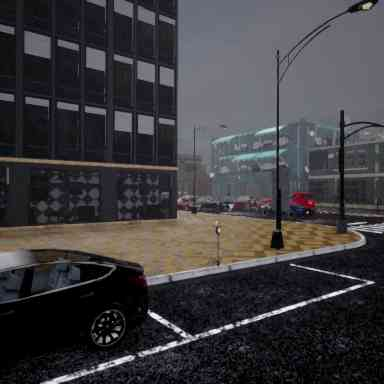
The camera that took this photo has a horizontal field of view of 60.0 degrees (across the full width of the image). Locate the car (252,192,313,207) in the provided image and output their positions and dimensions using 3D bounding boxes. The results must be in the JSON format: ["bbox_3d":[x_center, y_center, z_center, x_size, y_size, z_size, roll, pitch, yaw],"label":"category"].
[{"bbox_3d":[8.605,0.998,30.663,2.150,2.045,5.566,0,1,-35],"label":"car"}]

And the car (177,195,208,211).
[{"bbox_3d":[-0.699,1.231,33.738,1.802,1.307,4.206,1,0,-36],"label":"car"}]

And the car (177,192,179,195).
[{"bbox_3d":[-0.496,1.101,47.638,2.008,1.369,4.403,1,0,-36],"label":"car"}]

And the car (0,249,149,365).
[{"bbox_3d":[-2.680,1.566,4.643,4.313,1.339,1.947,0,0,-35],"label":"car"}]

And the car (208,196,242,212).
[{"bbox_3d":[2.353,1.173,33.944,2.128,1.511,4.902,0,1,-36],"label":"car"}]

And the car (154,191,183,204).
[{"bbox_3d":[-3.769,0.794,52.111,2.192,1.841,5.009,1,0,-36],"label":"car"}]

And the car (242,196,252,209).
[{"bbox_3d":[6.062,1.130,38.692,1.967,1.590,4.097,1,0,-36],"label":"car"}]

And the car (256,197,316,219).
[{"bbox_3d":[7.592,1.355,26.790,1.994,1.385,4.181,0,1,-36],"label":"car"}]
